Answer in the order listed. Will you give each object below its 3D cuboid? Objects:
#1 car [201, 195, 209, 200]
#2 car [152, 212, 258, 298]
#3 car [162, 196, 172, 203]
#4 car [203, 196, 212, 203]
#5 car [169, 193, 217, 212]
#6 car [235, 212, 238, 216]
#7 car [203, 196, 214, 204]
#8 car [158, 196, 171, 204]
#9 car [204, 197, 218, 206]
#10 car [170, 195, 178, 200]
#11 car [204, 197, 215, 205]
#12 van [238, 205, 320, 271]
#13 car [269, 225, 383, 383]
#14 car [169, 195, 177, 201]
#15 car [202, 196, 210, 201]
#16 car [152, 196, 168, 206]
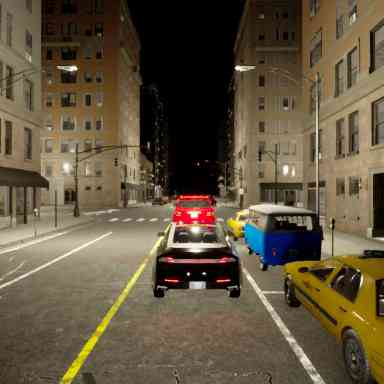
[{"bbox_3d":[3.558,1.547,92.632,2.008,1.369,4.403,1,0,1],"label":"car"},{"bbox_3d":[0.105,1.493,8.513,2.128,1.511,4.902,0,0,0],"label":"car"},{"bbox_3d":[-5.266,1.547,70.619,1.887,1.381,4.507,1,0,1],"label":"car"},{"bbox_3d":[3.258,1.546,70.511,1.887,1.381,4.507,1,0,1],"label":"car"},{"bbox_3d":[0.115,1.225,18.699,2.150,2.045,5.566,0,0,0],"label":"car"},{"bbox_3d":[2.689,1.528,16.427,1.752,1.417,4.829,1,0,0],"label":"car"},{"bbox_3d":[3.183,1.553,64.981,2.008,1.369,4.403,1,0,1],"label":"car"},{"bbox_3d":[-5.342,1.554,65.090,2.008,1.369,4.403,1,0,1],"label":"car"},{"bbox_3d":[3.033,1.569,53.921,1.947,1.339,4.313,1,0,1],"label":"car"},{"bbox_3d":[-4.966,1.563,92.734,1.947,1.339,4.313,1,0,1],"label":"car"},{"bbox_3d":[3.108,1.548,59.451,1.887,1.381,4.507,1,0,1],"label":"car"},{"bbox_3d":[2.686,1.343,10.584,1.690,1.788,3.998,1,0,0],"label":"van"},{"bbox_3d":[2.679,1.526,5.080,1.752,1.417,4.829,1,0,0],"label":"car"},{"bbox_3d":[-5.043,1.524,87.035,1.752,1.417,4.829,1,0,1],"label":"car"},{"bbox_3d":[3.408,1.565,81.572,1.947,1.339,4.313,1,0,1],"label":"car"},{"bbox_3d":[-5.492,1.587,54.032,1.802,1.307,4.206,1,0,1],"label":"car"}]
